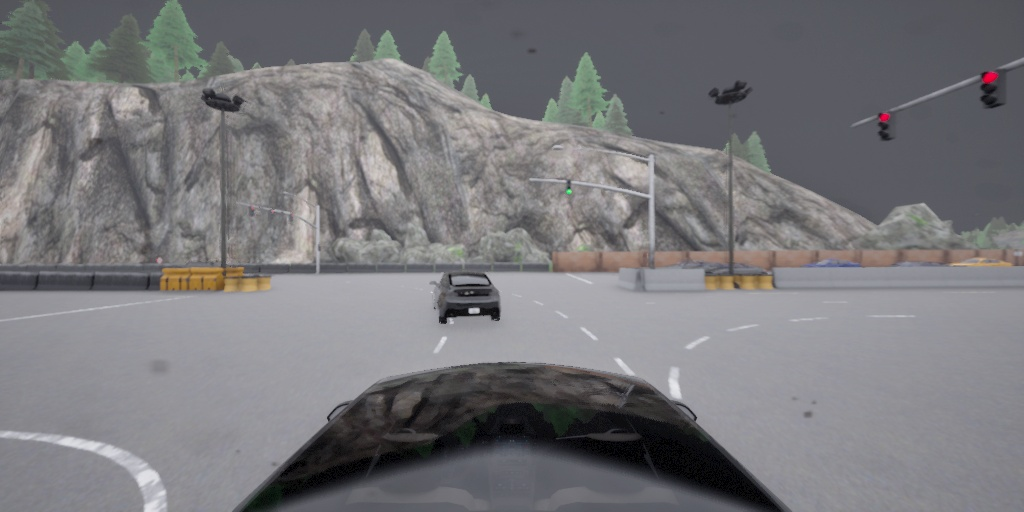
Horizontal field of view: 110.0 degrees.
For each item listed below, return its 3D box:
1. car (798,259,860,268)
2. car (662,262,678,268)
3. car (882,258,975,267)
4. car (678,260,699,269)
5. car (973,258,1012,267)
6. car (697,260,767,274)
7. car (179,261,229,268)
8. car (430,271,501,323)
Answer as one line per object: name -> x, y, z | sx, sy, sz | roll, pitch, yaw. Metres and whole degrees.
car -> 30.016, 1.022, 34.015 | 5.008, 1.535, 1.882 | 0, 0, 0
car -> 16.752, 1.114, 34.114 | 4.902, 1.511, 2.128 | 0, 0, 1
car -> 30.674, 1.093, 27.023 | 5.357, 1.411, 2.033 | 0, 0, 0
car -> 16.938, 1.188, 30.618 | 4.181, 1.385, 1.994 | 0, 0, 0
car -> 44.140, 0.939, 34.042 | 5.008, 1.535, 1.882 | 0, 0, -1
car -> 16.789, 1.190, 27.119 | 4.181, 1.385, 1.994 | -1, 0, 0
car -> -23.960, 1.206, 27.389 | 4.553, 1.767, 2.097 | 0, 0, 1
car -> -1.680, 1.258, 12.273 | 1.837, 1.490, 4.892 | 0, 0, -15
